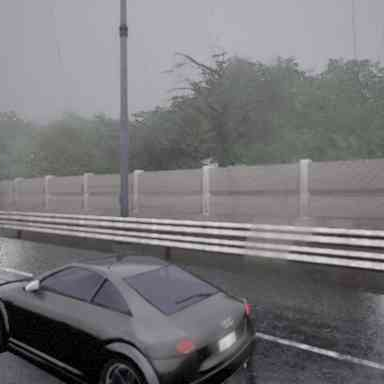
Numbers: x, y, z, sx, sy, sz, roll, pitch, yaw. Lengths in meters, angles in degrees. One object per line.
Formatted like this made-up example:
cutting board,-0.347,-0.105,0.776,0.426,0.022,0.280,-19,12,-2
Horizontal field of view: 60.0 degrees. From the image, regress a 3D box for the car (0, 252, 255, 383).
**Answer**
car,-1.244,1.594,4.767,4.181,1.385,1.994,-1,0,36
